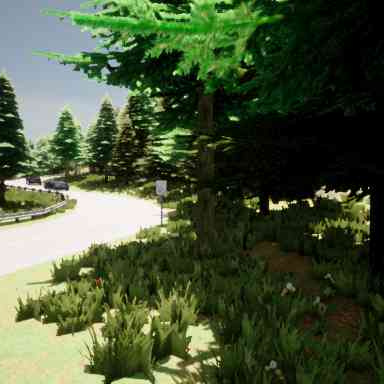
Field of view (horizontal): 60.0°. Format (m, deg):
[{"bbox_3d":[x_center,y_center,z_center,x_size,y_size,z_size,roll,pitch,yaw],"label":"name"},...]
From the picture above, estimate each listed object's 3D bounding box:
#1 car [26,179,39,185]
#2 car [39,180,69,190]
[{"bbox_3d":[-25.451,-1.912,53.406,1.837,1.490,4.892,0,5,-34],"label":"car"},{"bbox_3d":[-18.826,-0.986,46.137,4.181,1.385,1.994,6,4,40],"label":"car"}]
